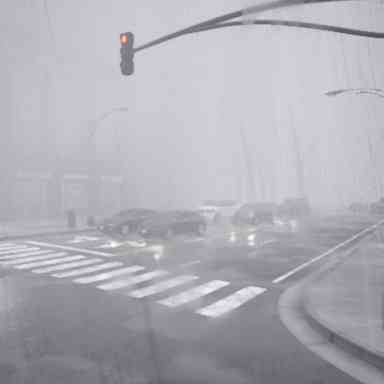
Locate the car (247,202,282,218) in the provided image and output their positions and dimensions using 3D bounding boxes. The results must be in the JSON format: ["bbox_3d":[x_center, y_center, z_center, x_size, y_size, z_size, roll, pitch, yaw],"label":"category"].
[{"bbox_3d":[8.193,1.929,37.189,2.128,1.511,4.902,0,0,36],"label":"car"}]

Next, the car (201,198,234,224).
[{"bbox_3d":[2.209,1.570,28.839,2.150,2.045,5.566,0,0,35],"label":"car"}]

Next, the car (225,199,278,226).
[{"bbox_3d":[4.902,1.705,27.010,2.097,1.767,4.553,0,0,36],"label":"car"}]

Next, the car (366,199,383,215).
[{"bbox_3d":[23.110,2.029,40.983,1.882,1.535,5.008,0,0,35],"label":"car"}]

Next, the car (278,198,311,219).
[{"bbox_3d":[10.903,1.664,35.394,2.150,2.045,5.566,0,0,36],"label":"car"}]

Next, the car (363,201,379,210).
[{"bbox_3d":[31.221,2.290,57.932,1.994,1.385,4.181,0,-1,35],"label":"car"}]

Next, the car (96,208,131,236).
[{"bbox_3d":[-3.659,1.767,20.617,1.837,1.490,4.892,0,0,36],"label":"car"}]

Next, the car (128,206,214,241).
[{"bbox_3d":[-1.010,1.771,18.735,1.837,1.490,4.892,0,0,36],"label":"car"}]

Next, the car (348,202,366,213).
[{"bbox_3d":[23.437,2.120,47.033,1.812,1.442,4.674,0,-1,36],"label":"car"}]
